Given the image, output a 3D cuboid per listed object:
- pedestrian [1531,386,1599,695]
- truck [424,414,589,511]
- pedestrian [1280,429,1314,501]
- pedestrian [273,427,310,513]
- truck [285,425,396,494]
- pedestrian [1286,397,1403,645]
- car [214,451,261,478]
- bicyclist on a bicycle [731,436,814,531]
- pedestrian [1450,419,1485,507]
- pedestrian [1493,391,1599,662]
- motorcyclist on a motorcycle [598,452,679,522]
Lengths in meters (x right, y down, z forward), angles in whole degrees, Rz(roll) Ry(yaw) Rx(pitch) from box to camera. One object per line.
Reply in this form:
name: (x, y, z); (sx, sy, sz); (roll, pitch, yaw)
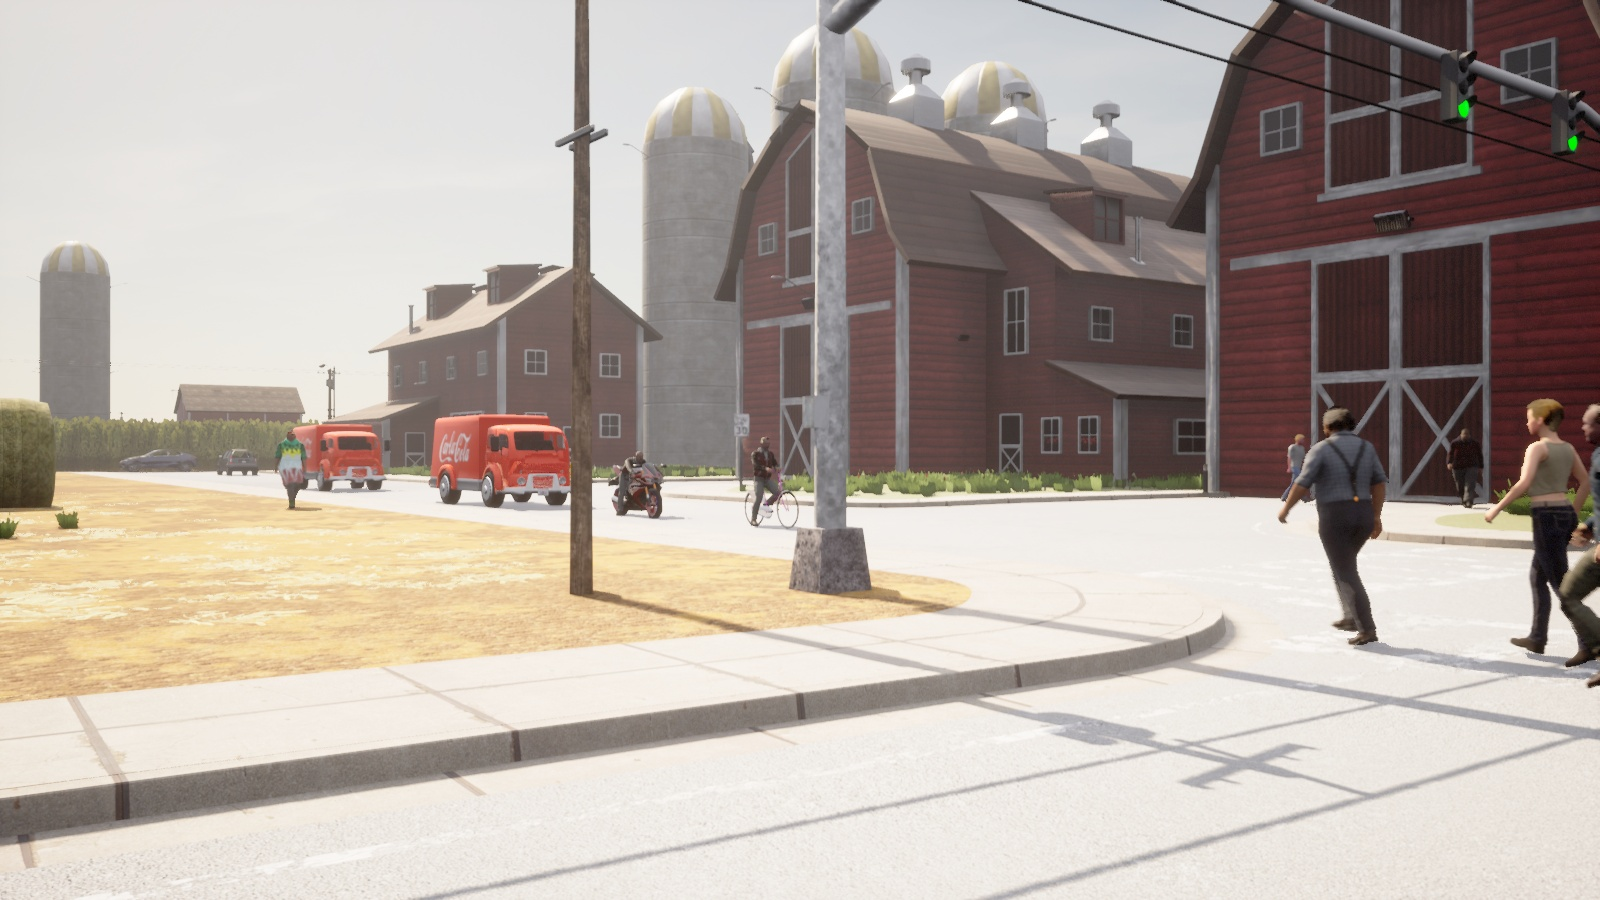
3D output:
pedestrian: (4.916, 0.539, 7.619); (0.402, 1.842, 0.726); (0, 0, -35)
truck: (-8.226, 0.321, 34.843); (2.627, 2.467, 5.204); (0, 0, -36)
pedestrian: (12.725, 0.384, 32.146); (0.354, 1.836, 0.706); (0, 0, -40)
pedestrian: (-11.730, 0.459, 28.960); (0.659, 1.952, 0.873); (0, 0, -30)
truck: (-17.476, 0.366, 47.636); (2.627, 2.467, 5.204); (0, 0, -36)
pedestrian: (4.209, 0.527, 9.742); (0.540, 1.848, 0.694); (0, 0, -10)
car: (-34.745, 0.864, 77.490); (1.851, 1.617, 3.988); (0, 0, -36)
bicyclist on a bicycle: (-0.547, 0.631, 24.226); (0.659, 1.776, 1.843); (0, -1, -36)
pedestrian: (14.258, 0.266, 26.827); (0.634, 1.844, 0.899); (0, 0, 29)
pedestrian: (5.273, 0.518, 8.839); (0.345, 1.836, 0.594); (0, 0, -30)
motorcyclist on a motorcycle: (-3.697, 0.818, 28.584); (0.866, 1.530, 2.191); (0, 0, -36)
